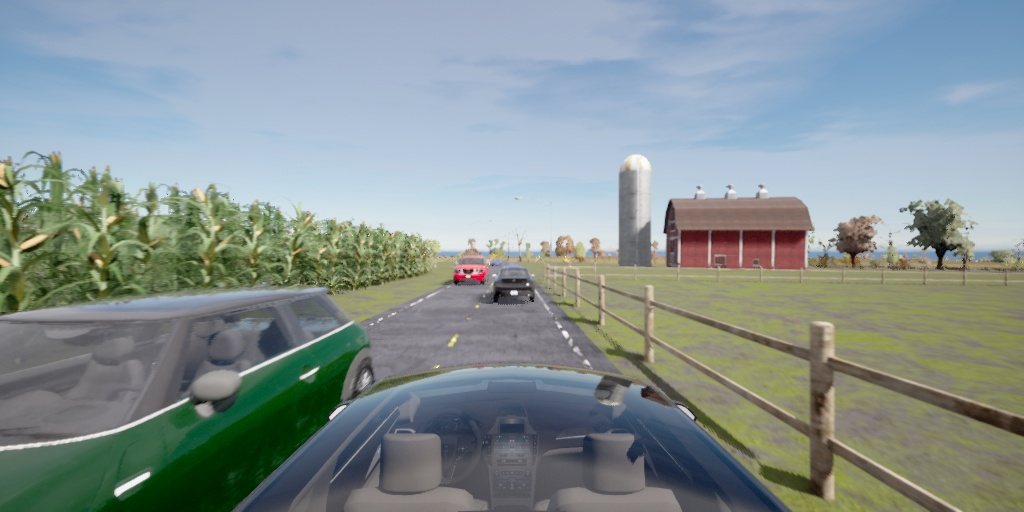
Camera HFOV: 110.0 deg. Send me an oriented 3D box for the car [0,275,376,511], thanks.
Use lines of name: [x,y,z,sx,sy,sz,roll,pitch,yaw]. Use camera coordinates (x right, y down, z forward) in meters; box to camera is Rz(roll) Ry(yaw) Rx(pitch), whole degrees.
car: [-2.790,1.103,2.646,2.097,1.767,4.553,0,0,0]

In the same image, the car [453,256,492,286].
car: [-2.886,0.997,26.257,2.150,2.045,5.566,0,0,0]

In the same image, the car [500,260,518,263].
car: [0.024,1.341,39.575,2.033,1.411,5.357,0,0,0]

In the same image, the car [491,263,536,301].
car: [0.086,1.270,17.290,1.837,1.490,4.892,0,0,0]
